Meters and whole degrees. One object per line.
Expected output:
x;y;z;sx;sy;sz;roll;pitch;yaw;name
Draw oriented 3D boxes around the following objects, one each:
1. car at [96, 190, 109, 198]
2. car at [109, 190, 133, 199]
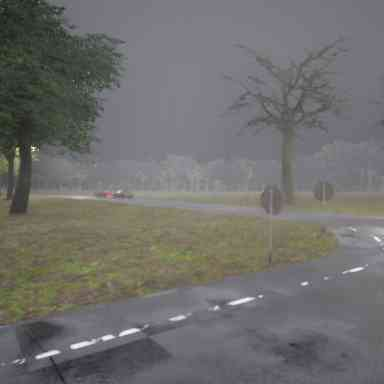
-16.112;0.385;61.507;1.882;1.535;5.008;1;-1;-36;car
-11.360;0.433;54.941;2.128;1.511;4.902;1;0;-35;car
